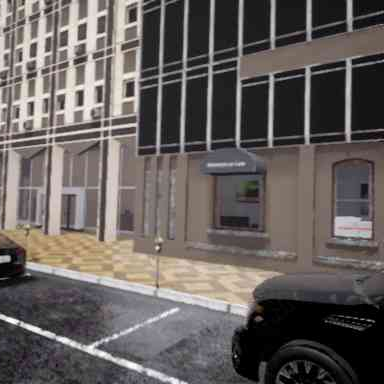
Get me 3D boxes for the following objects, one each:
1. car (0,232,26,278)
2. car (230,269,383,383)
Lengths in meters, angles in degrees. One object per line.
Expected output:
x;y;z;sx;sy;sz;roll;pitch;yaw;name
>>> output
-6.636;1.763;9.711;4.313;1.339;1.947;0;-3;32;car
3.175;1.457;3.223;5.566;2.045;2.150;0;-3;32;car
